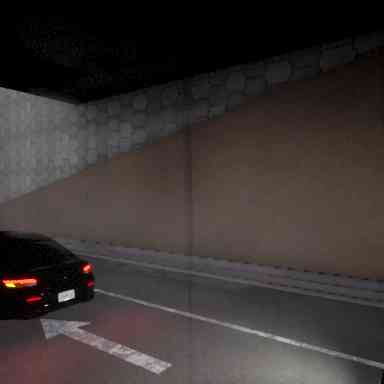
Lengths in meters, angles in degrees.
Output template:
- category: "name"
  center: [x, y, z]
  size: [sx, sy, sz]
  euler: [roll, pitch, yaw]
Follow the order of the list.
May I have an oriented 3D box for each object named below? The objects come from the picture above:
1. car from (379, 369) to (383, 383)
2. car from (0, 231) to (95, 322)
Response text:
- category: "car"
  center: [3.523, 1.505, 1.401]
  size: [4.892, 1.490, 1.837]
  euler: [0, 0, 36]
- category: "car"
  center: [-3.918, 1.526, 6.768]
  size: [4.674, 1.442, 1.812]
  euler: [0, 0, 36]
